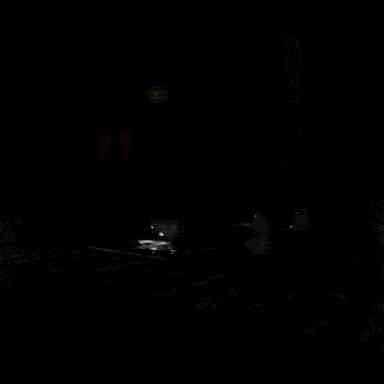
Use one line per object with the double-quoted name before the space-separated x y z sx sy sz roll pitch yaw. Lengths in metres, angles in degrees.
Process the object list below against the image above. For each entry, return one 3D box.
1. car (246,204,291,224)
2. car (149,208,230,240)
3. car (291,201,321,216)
"car" 5.832 1.656 25.890 1.994 1.385 4.181 0 0 36
"car" 0.084 1.597 17.750 2.033 1.411 5.357 0 0 35
"car" 11.821 1.689 34.377 2.033 1.411 5.357 0 0 36
